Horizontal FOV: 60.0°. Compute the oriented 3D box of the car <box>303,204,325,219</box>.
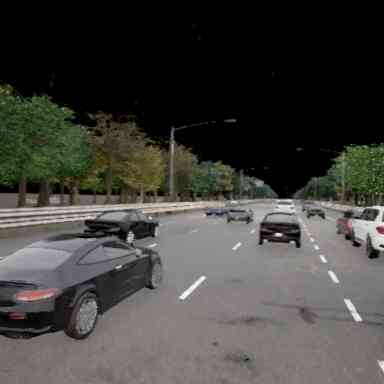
[{"bbox_3d":[14.399,2.331,38.887,1.837,1.490,4.892,1,0,17],"label":"car"}]

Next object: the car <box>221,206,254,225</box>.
[{"bbox_3d":[4.242,1.931,28.688,2.128,1.511,4.902,1,-1,16],"label":"car"}]

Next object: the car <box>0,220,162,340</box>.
[{"bbox_3d":[-2.117,1.544,6.618,1.812,1.442,4.674,1,-1,16],"label":"car"}]

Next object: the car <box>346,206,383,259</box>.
[{"bbox_3d":[8.308,1.598,14.094,2.150,2.045,5.566,1,-1,16],"label":"car"}]

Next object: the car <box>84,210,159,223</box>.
[{"bbox_3d":[-3.121,1.573,15.791,1.882,1.535,5.008,1,-1,16],"label":"car"}]

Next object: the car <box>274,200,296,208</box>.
[{"bbox_3d":[10.870,1.954,38.962,2.150,2.045,5.566,1,-1,16],"label":"car"}]

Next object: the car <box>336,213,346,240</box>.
[{"bbox_3d":[9.948,1.834,19.791,2.097,1.767,4.553,1,-1,16],"label":"car"}]

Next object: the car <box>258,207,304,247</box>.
[{"bbox_3d":[4.519,1.787,17.035,1.882,1.535,5.008,1,-1,16],"label":"car"}]

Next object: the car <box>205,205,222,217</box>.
[{"bbox_3d":[2.899,2.098,36.636,1.895,1.301,4.718,1,-1,16],"label":"car"}]
